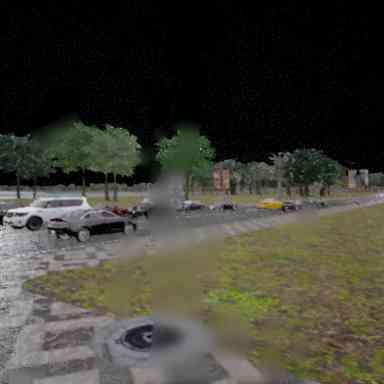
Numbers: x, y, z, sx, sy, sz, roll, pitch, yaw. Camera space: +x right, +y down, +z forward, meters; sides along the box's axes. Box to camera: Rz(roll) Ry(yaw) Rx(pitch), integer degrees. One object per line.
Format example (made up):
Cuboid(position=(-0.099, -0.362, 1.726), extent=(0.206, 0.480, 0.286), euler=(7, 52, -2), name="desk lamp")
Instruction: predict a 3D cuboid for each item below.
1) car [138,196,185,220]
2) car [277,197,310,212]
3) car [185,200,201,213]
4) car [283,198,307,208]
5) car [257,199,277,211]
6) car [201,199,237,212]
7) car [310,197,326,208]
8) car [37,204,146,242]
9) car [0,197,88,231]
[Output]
Cuboid(position=(-3.398, 1.382, 30.807), extent=(2.150, 2.045, 5.566), euler=(0, 0, 36), name="car")
Cuboid(position=(12.783, 1.639, 41.866), extent=(1.837, 1.490, 4.892), euler=(0, 0, 36), name="car")
Cuboid(position=(-0.182, 1.696, 40.796), extent=(1.812, 1.442, 4.674), euler=(0, 0, 36), name="car")
Cuboid(position=(16.376, 1.692, 52.484), extent=(2.033, 1.411, 5.357), euler=(0, 0, 36), name="car")
Cuboid(position=(10.308, 1.624, 43.989), extent=(1.882, 1.535, 5.008), euler=(0, 0, 36), name="car")
Cuboid(position=(3.701, 1.650, 40.613), extent=(2.128, 1.511, 4.902), euler=(0, 0, 36), name="car")
Cuboid(position=(18.508, 1.486, 49.885), extent=(2.097, 1.767, 4.553), euler=(0, 0, 36), name="car")
Cuboid(position=(-4.996, 1.630, 17.310), extent=(2.128, 1.511, 4.902), euler=(0, 0, 36), name="car")
Cuboid(position=(-9.465, 1.382, 22.395), extent=(2.150, 2.045, 5.566), euler=(0, 0, 36), name="car")
